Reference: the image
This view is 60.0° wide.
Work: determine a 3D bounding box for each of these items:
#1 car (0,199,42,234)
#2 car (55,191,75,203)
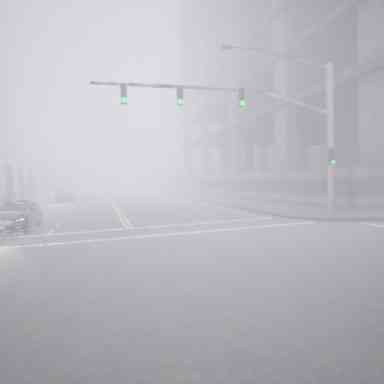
[{"bbox_3d":[-8.596,1.145,16.203,2.128,1.511,4.902,-3,3,-15],"label":"car"},{"bbox_3d":[-15.033,0.497,39.345,1.895,1.301,4.718,-3,3,-15],"label":"car"}]
